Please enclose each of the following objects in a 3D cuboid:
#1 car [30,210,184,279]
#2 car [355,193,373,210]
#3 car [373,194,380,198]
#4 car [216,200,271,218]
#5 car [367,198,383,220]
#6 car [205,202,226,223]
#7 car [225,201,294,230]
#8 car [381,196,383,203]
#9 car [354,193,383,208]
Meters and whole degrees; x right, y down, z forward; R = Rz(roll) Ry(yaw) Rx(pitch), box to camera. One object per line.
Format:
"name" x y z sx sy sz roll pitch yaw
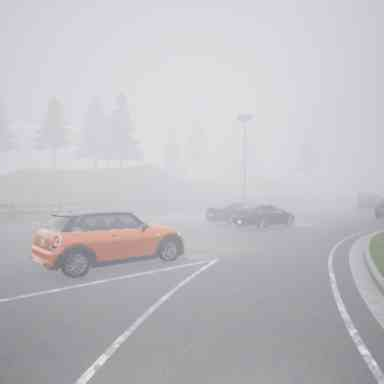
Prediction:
"car" -2.424 1.347 10.383 4.553 1.767 2.097 0 0 -41
"car" 22.499 1.326 41.491 4.553 1.767 2.097 0 0 -41
"car" 22.089 1.329 36.483 4.553 1.767 2.097 0 0 -41
"car" 4.792 1.530 30.649 5.357 1.411 2.033 0 0 -41
"car" 16.532 1.475 26.970 4.902 1.511 2.128 0 0 -41
"car" 3.178 1.463 24.585 5.008 1.535 1.882 0 0 -41
"car" 4.616 1.492 21.194 4.892 1.490 1.837 0 0 -41
"car" 39.090 1.484 65.446 4.674 1.442 1.812 0 0 -41
"car" 26.384 1.190 49.543 5.566 2.045 2.150 0 0 -41
